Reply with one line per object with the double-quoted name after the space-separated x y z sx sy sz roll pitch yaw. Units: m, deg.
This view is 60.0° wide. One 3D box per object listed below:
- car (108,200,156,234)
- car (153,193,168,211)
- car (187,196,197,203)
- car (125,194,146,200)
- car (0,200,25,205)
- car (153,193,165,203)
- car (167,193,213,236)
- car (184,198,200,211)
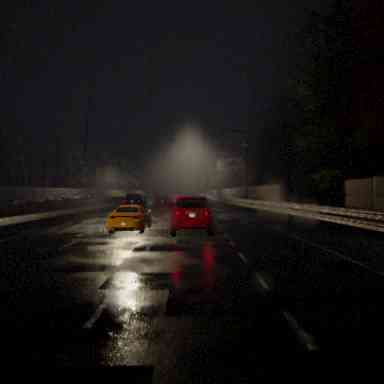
-3.493 1.478 19.382 1.882 1.535 5.008 0 0 0 "car"
-3.486 1.222 41.466 2.150 2.045 5.566 0 0 0 "car"
0.027 1.553 70.728 1.994 1.385 4.181 0 0 0 "car"
-6.985 1.223 41.348 2.150 2.045 5.566 0 0 0 "car"
-17.488 1.501 31.798 2.128 1.511 4.902 0 0 0 "car"
-6.973 1.227 70.570 2.150 2.045 5.566 0 0 0 "car"
0.008 1.222 18.672 2.150 2.045 5.566 0 0 0 "car"
0.016 1.526 41.555 1.812 1.442 4.674 0 0 0 "car"
